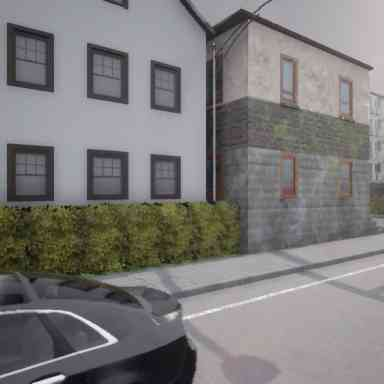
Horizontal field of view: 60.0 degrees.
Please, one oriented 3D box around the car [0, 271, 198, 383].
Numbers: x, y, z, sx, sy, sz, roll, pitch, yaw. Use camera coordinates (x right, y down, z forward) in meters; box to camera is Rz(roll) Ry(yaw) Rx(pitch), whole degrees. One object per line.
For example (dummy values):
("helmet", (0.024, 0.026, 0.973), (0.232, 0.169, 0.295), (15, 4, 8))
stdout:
("car", (-2.226, 1.504, 2.394), (4.892, 1.490, 1.837), (0, 0, -35))
